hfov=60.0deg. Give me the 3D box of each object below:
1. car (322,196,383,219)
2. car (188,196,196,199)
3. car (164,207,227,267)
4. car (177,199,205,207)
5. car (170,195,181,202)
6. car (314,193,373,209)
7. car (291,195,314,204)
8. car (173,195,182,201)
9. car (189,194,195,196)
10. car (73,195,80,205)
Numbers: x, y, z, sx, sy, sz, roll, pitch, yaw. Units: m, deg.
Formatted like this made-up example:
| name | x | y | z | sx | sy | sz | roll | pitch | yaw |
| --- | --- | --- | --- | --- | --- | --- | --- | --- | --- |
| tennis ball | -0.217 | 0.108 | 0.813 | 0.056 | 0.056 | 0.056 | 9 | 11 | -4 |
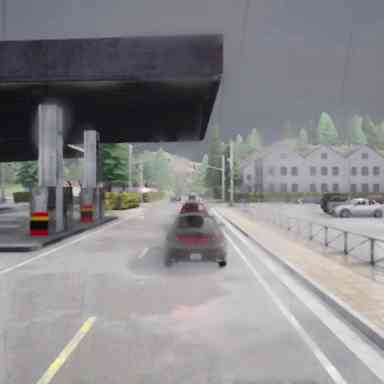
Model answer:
| name | x | y | z | sx | sy | sz | roll | pitch | yaw |
| --- | --- | --- | --- | --- | --- | --- | --- | --- | --- |
| car | 12.681 | 1.297 | 25.972 | 3.806 | 1.475 | 1.970 | 0 | 0 | -1 |
| car | 0.092 | 1.427 | 31.440 | 1.837 | 1.490 | 4.892 | 0 | 0 | 0 |
| car | 0.098 | 1.477 | 11.299 | 1.837 | 1.490 | 4.892 | 0 | 0 | 0 |
| car | 0.096 | 1.425 | 21.462 | 1.882 | 1.535 | 5.008 | 0 | 0 | 0 |
| car | -3.511 | 1.381 | 69.471 | 1.994 | 1.385 | 4.181 | 0 | 0 | 0 |
| car | 13.271 | 1.005 | 29.299 | 3.866 | 1.878 | 1.905 | 0 | 0 | -1 |
| car | 17.953 | 1.172 | 51.942 | 4.902 | 1.511 | 2.128 | 0 | 0 | 0 |
| car | -3.512 | 1.399 | 79.466 | 1.895 | 1.301 | 4.718 | 0 | 0 | 0 |
| car | -0.013 | 1.297 | 82.496 | 1.837 | 1.490 | 4.892 | 0 | 0 | 0 |
| car | -19.463 | 1.188 | 51.811 | 4.902 | 1.511 | 2.128 | 1 | 0 | 0 |
